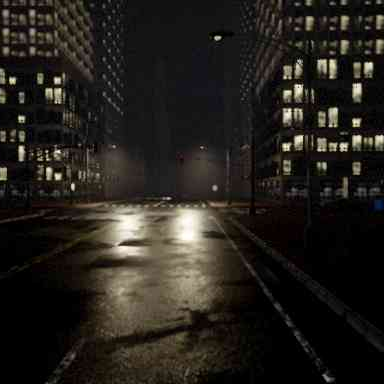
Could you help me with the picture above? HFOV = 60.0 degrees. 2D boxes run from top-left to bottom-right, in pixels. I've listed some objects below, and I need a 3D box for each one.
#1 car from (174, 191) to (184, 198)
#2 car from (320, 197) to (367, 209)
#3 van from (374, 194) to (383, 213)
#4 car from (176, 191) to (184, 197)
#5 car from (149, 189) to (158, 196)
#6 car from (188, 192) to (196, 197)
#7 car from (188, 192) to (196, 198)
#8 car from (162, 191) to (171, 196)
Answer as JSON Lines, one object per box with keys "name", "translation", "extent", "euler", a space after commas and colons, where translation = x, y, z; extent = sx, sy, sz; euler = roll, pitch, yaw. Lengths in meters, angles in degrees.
{"name": "car", "translation": [-3.243, 0.739, 79.770], "extent": [2.033, 1.411, 5.357], "euler": [0, 0, 0]}
{"name": "car", "translation": [17.091, 1.112, 37.602], "extent": [4.829, 1.417, 1.752], "euler": [0, 1, 2]}
{"name": "van", "translation": [18.361, 1.029, 29.428], "extent": [3.998, 1.788, 1.690], "euler": [0, 1, 2]}
{"name": "car", "translation": [-3.242, 0.516, 90.186], "extent": [1.994, 1.385, 4.181], "euler": [0, 0, 0]}
{"name": "car", "translation": [-9.742, 0.143, 84.379], "extent": [2.097, 1.767, 4.553], "euler": [0, 0, 0]}
{"name": "car", "translation": [0.009, 0.572, 90.633], "extent": [1.895, 1.301, 4.718], "euler": [0, 0, 0]}
{"name": "car", "translation": [0.008, 0.737, 80.186], "extent": [2.033, 1.411, 5.357], "euler": [0, 0, 0]}
{"name": "car", "translation": [-6.492, 0.340, 84.351], "extent": [1.994, 1.385, 4.181], "euler": [0, 0, 0]}
